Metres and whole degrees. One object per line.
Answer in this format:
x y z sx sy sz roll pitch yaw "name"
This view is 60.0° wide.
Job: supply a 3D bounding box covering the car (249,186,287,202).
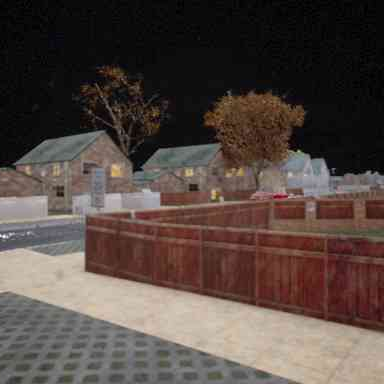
8.486 0.427 36.654 2.150 2.045 5.566 1 2 40 "car"
